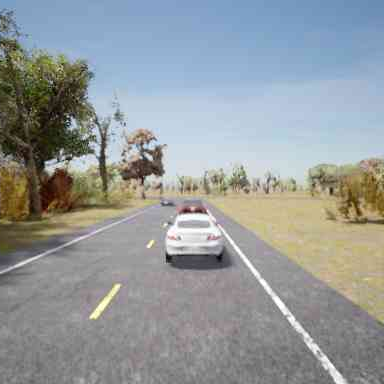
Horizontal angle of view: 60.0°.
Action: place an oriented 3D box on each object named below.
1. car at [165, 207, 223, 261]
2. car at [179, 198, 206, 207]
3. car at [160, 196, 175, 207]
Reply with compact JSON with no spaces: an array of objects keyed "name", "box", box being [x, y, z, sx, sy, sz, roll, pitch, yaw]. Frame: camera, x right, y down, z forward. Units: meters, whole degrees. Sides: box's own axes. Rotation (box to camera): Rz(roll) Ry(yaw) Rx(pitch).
[{"name":"car","box":[0.071,1.486,11.928,1.812,1.442,4.674,0,0,0]},{"name":"car","box":[0.066,1.262,26.346,2.097,1.767,4.553,0,0,0]},{"name":"car","box":[-3.585,1.318,48.774,2.128,1.511,4.902,0,0,0]}]
